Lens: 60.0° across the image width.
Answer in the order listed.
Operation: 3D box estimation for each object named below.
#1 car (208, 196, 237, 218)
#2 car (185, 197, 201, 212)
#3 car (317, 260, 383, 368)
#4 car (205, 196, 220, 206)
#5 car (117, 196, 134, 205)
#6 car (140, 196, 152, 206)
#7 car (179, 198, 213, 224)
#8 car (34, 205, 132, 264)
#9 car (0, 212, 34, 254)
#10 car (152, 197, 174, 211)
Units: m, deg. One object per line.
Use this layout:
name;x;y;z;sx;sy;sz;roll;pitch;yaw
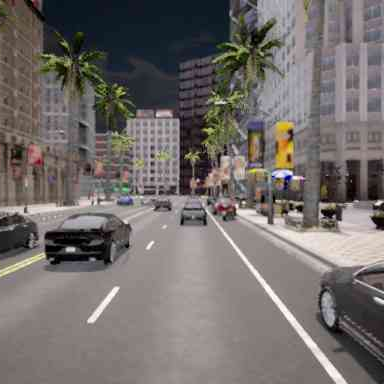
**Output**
car;3.104;1.301;33.253;2.185;1.767;4.553;0;0;0
car;0.145;1.444;39.172;1.837;1.490;4.892;0;1;1
car;3.088;1.475;3.879;2.231;1.521;4.892;0;0;0
car;3.416;1.424;55.183;2.161;1.482;4.786;0;0;0
car;-10.376;1.394;51.882;1.882;1.535;5.008;0;0;1
car;-6.885;1.408;51.832;2.128;1.511;4.902;0;0;1
car;0.105;1.453;24.076;2.128;1.511;4.902;0;0;0
car;-3.398;1.459;11.792;1.882;1.535;5.008;0;0;0
car;-7.099;1.486;11.511;1.837;1.490;4.892;0;0;0
car;-3.347;1.440;40.019;1.837;1.490;4.892;0;0;1
